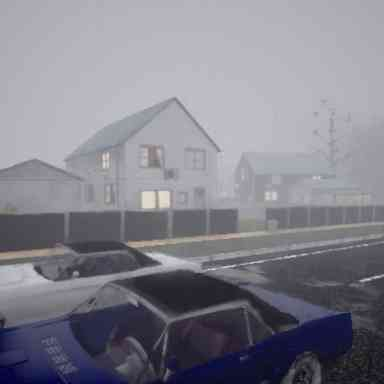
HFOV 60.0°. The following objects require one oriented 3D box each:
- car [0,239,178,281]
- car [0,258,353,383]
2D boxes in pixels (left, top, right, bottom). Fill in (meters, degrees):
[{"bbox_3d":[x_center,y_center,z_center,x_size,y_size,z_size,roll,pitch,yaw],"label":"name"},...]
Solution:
[{"bbox_3d":[-2.181,1.620,6.121,4.718,1.301,1.895,1,0,-36],"label":"car"},{"bbox_3d":[-0.481,1.617,3.341,4.718,1.301,1.895,1,0,-35],"label":"car"}]
